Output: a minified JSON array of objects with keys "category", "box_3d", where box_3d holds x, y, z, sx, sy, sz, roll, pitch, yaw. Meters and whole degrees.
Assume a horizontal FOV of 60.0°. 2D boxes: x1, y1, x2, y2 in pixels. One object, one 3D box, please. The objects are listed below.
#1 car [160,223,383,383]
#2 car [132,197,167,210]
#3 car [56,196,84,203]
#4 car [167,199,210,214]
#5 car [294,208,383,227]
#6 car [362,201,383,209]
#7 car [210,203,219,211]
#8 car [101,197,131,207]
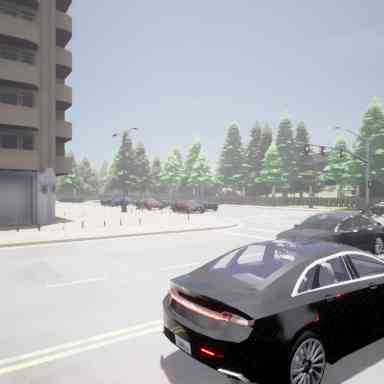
[{"category":"car","box_3d":[1.880,1.492,5.129,4.902,1.511,2.128,0,0,-35]},{"category":"car","box_3d":[-5.444,1.470,42.091,1.812,1.442,4.674,0,0,-36]},{"category":"car","box_3d":[-24.014,1.492,65.599,5.357,1.411,2.033,0,0,16]},{"category":"car","box_3d":[-0.405,1.508,34.929,1.994,1.385,4.181,0,0,-35]},{"category":"car","box_3d":[4.949,1.505,11.732,4.892,1.490,1.837,0,-1,-34]},{"category":"car","box_3d":[17.109,1.436,28.469,2.128,1.511,4.902,0,0,-35]},{"category":"car","box_3d":[1.063,1.545,38.971,1.895,1.301,4.718,0,0,-35]},{"category":"car","box_3d":[-11.765,1.545,50.116,4.718,1.301,1.895,0,0,45]}]
